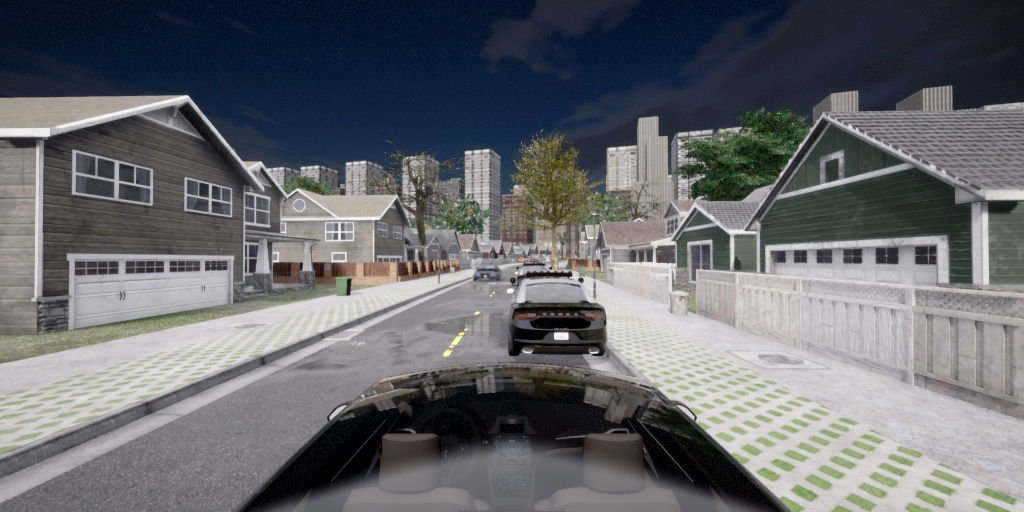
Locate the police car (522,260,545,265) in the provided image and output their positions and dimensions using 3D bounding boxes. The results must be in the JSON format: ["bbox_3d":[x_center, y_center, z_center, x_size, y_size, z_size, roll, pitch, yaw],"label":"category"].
[{"bbox_3d":[1.172,1.182,18.704,1.930,1.638,5.238,0,0,2],"label":"police car"}]

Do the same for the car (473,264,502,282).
[{"bbox_3d":[-1.874,1.329,28.666,1.994,1.385,4.181,0,0,3],"label":"car"}]

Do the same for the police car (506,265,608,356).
[{"bbox_3d":[0.894,1.177,8.751,1.930,1.638,5.238,0,0,1],"label":"police car"}]
